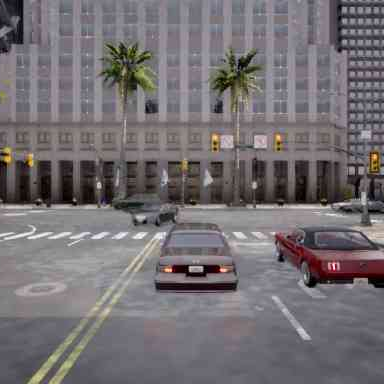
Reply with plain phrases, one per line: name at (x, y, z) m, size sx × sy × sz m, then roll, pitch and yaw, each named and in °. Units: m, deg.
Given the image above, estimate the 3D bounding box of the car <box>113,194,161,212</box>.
car at (-6.080, 1.221, 37.962) m, size 5.566 × 2.045 × 2.150 m, roll 0°, pitch 0°, yaw 0°

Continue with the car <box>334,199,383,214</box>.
car at (18.070, 1.547, 34.349) m, size 5.357 × 1.411 × 2.033 m, roll 0°, pitch 0°, yaw 0°

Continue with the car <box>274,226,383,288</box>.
car at (3.641, 1.601, 9.257) m, size 1.895 × 1.301 × 4.718 m, roll 0°, pitch 0°, yaw 2°

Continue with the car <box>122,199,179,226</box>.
car at (-2.430, 1.491, 22.923) m, size 2.128 × 1.511 × 4.902 m, roll 0°, pitch 0°, yaw 19°

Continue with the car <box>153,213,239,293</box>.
car at (0.095, 1.547, 8.989) m, size 2.033 × 1.411 × 5.357 m, roll 0°, pitch 0°, yaw 0°

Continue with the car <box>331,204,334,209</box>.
car at (18.357, 1.526, 37.842) m, size 4.674 × 1.442 × 1.812 m, roll 0°, pitch 0°, yaw 0°
